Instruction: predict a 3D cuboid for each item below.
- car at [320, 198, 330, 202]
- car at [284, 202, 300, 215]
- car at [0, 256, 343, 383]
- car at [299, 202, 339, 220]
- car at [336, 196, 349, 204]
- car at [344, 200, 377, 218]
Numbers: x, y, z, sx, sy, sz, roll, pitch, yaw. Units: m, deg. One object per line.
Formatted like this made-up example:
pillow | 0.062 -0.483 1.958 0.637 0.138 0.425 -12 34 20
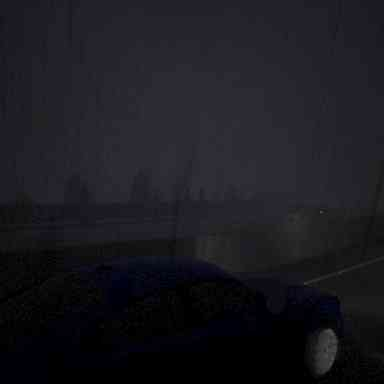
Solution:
car | 29.619 2.064 74.061 2.033 1.411 5.357 0 0 24
car | 11.715 1.856 37.021 1.994 1.385 4.181 0 0 33
car | -0.227 1.503 3.809 5.008 1.535 1.882 0 0 -37
car | 11.971 1.854 31.173 1.895 1.301 4.718 0 0 36
car | 30.671 1.786 67.799 2.150 2.045 5.566 0 0 24
car | 15.764 1.752 30.527 2.128 1.511 4.902 0 0 34
